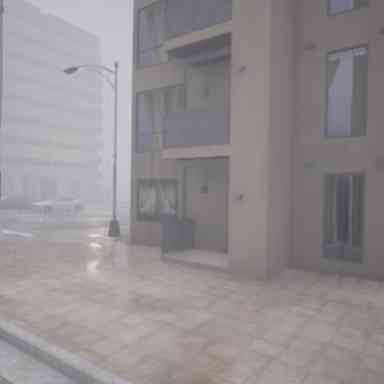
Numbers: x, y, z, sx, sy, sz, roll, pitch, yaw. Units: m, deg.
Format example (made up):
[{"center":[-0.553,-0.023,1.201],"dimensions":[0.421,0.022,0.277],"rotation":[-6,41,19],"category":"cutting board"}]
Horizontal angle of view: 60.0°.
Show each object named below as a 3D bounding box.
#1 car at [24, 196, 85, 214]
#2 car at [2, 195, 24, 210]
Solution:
[{"center":[-11.465,1.039,28.645],"dimensions":[1.812,1.442,4.674],"rotation":[1,1,35],"category":"car"},{"center":[-15.703,0.973,28.724],"dimensions":[1.812,1.442,4.674],"rotation":[1,1,35],"category":"car"}]
